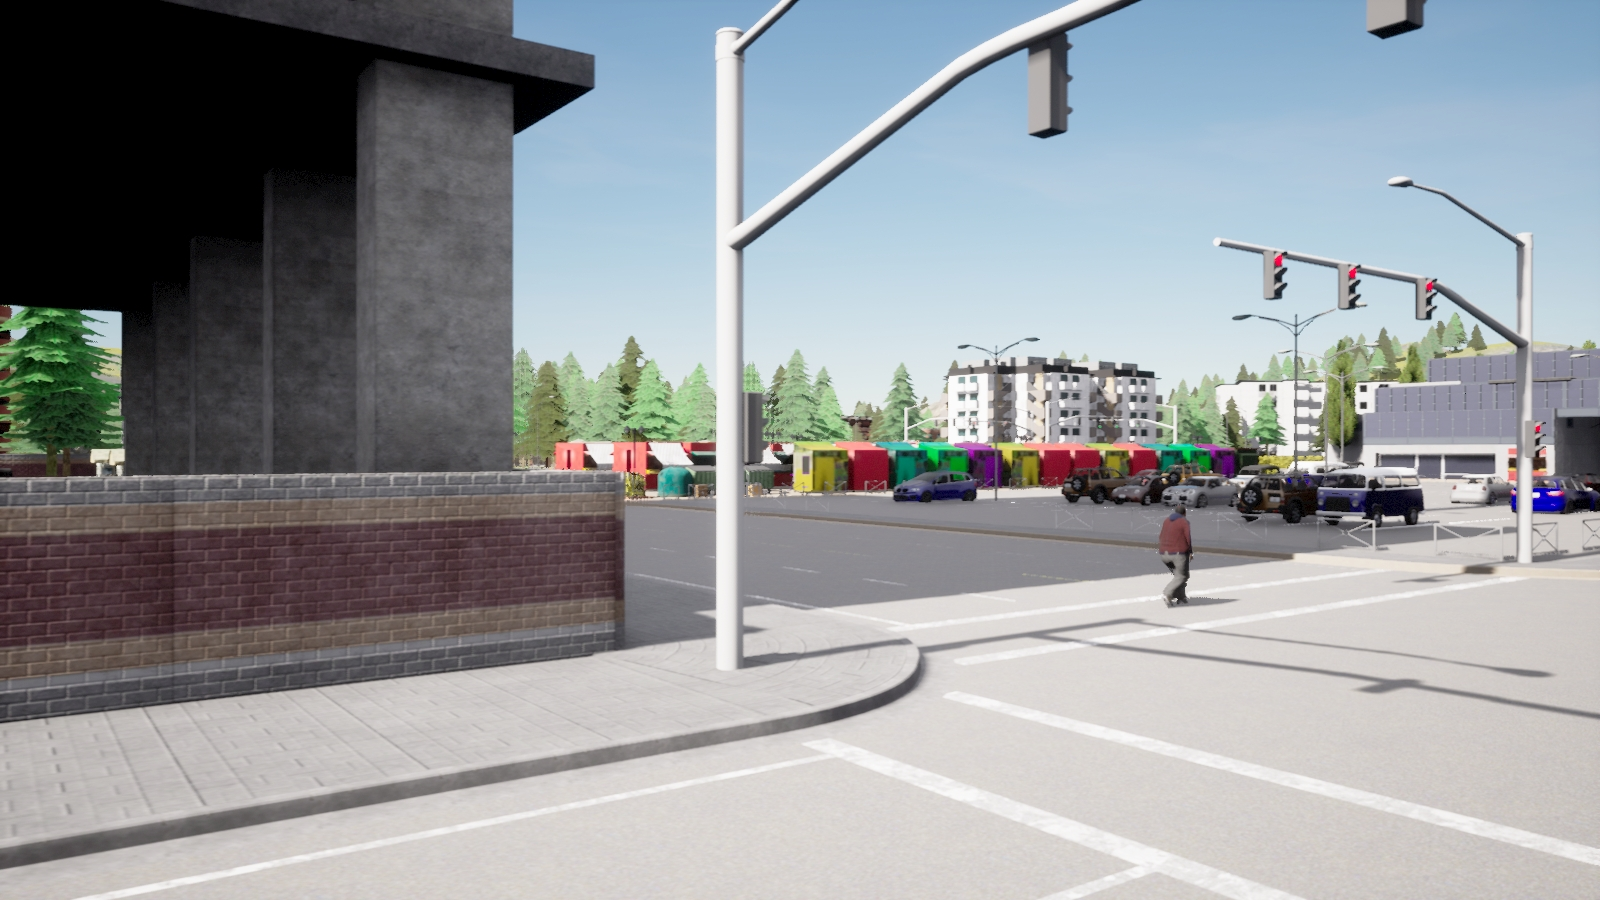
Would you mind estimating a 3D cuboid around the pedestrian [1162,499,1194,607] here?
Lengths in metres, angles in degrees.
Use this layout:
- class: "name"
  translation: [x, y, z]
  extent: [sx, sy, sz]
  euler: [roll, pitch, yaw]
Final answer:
- class: "pedestrian"
  translation: [6.665, 1.806, 20.162]
  extent: [0.375, 1.860, 0.375]
  euler: [0, 0, -29]
